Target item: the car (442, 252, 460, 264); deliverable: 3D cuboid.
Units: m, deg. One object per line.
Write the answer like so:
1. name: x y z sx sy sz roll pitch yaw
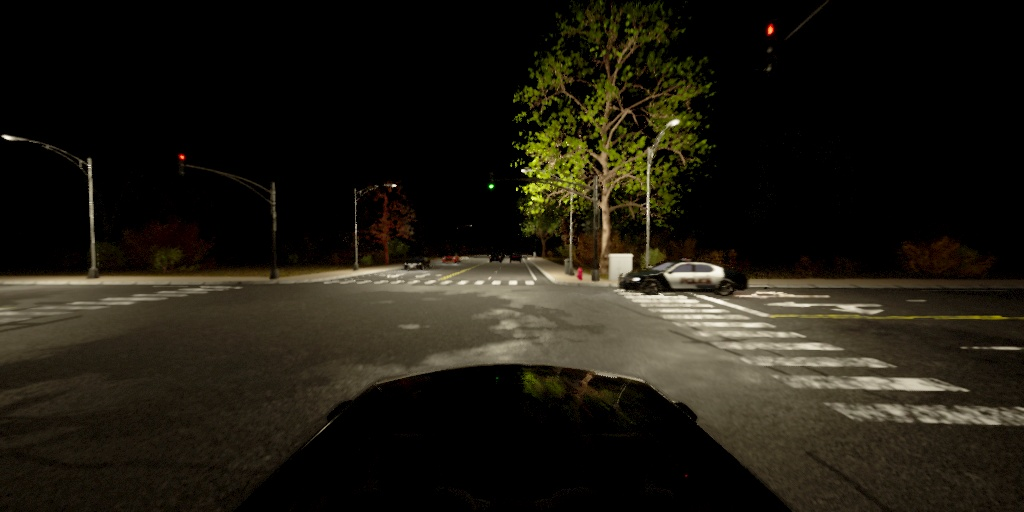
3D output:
1. car: -9.263 0.226 54.959 2.097 1.767 4.553 0 1 1

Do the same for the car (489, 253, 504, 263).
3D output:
1. car: -2.652 0.373 58.988 1.994 1.385 4.181 0 1 1

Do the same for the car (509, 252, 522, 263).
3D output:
1. car: 0.590 0.294 58.513 1.882 1.535 5.008 0 1 1

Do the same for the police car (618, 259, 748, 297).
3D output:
1. police car: 7.319 0.927 15.723 4.974 1.542 2.038 0 2 4

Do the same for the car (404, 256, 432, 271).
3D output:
1. car: -9.618 0.693 36.901 1.812 1.442 4.674 0 1 1
